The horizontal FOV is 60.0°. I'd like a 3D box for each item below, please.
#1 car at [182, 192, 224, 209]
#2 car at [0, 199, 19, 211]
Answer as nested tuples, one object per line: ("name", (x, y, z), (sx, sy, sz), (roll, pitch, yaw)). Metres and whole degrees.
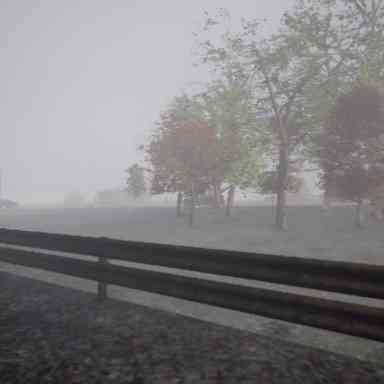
("car", (1.420, 1.032, 43.869), (5.566, 2.045, 2.150), (-1, 0, 10))
("car", (-28.096, 1.851, 49.024), (4.892, 1.490, 1.837), (-1, 0, 10))
